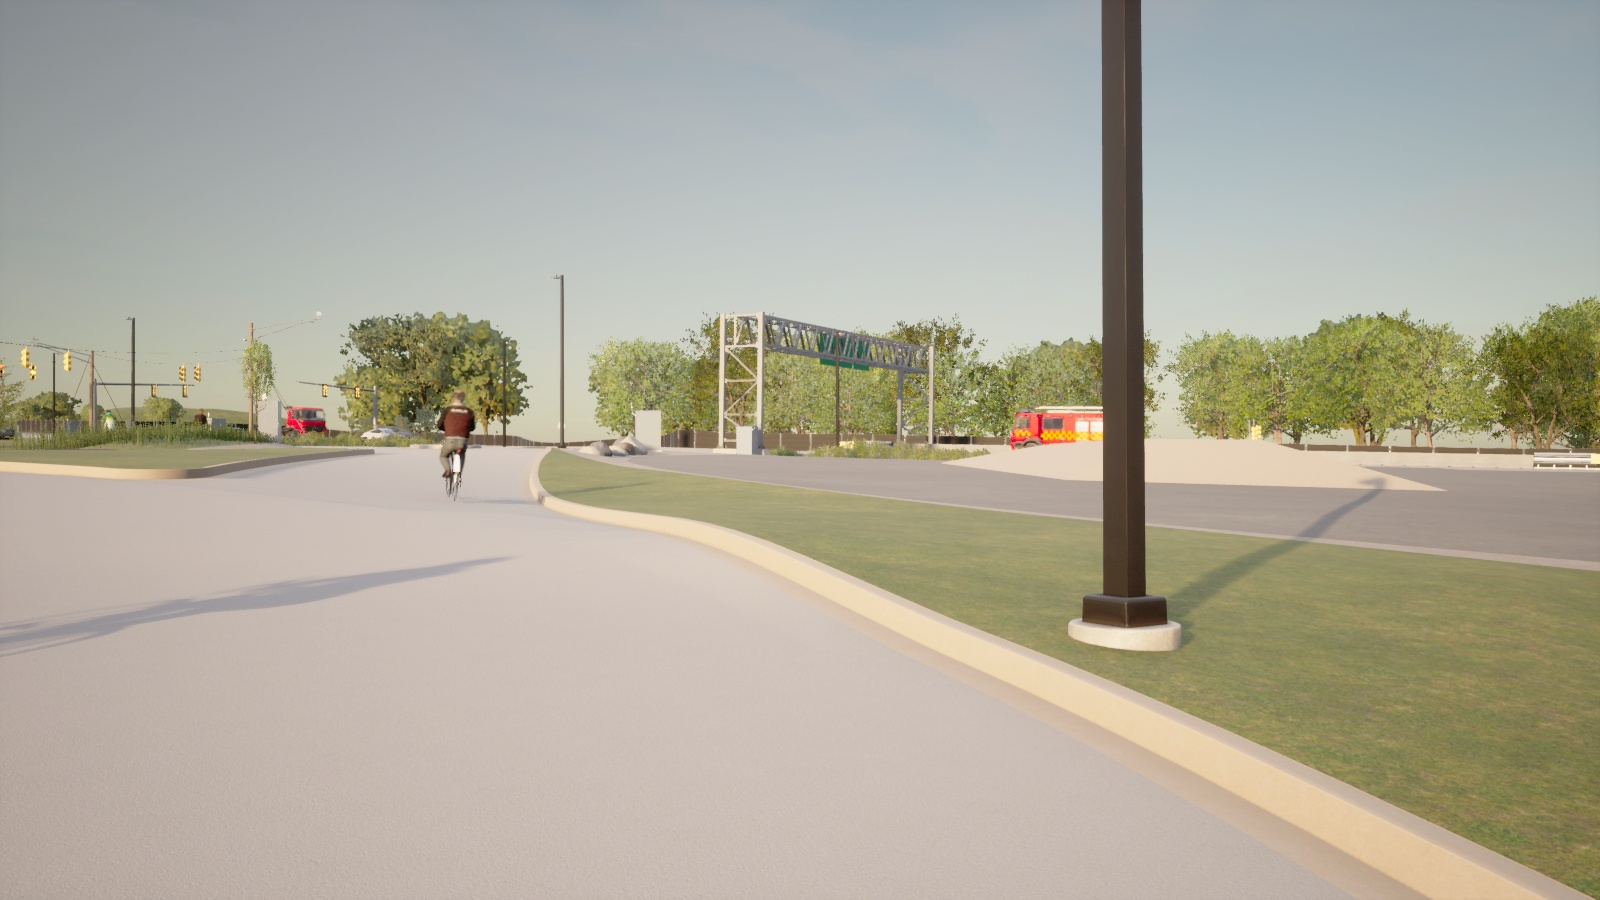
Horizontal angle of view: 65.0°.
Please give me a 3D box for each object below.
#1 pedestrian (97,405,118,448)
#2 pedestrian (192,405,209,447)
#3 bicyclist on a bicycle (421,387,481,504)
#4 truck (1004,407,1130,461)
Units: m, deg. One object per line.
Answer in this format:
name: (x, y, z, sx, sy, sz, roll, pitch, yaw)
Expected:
pedestrian: (-32.474, -1.098, 58.878, 0.659, 1.952, 0.873, 1, -1, -43)
pedestrian: (-26.950, -1.073, 56.469, 0.703, 1.840, 0.431, -1, -1, 41)
bicyclist on a bicycle: (-5.653, -0.084, 20.283, 0.659, 1.776, 1.843, 4, 0, -21)
truck: (19.547, -1.206, 92.232, 8.468, 3.827, 2.891, 1, 0, 30)
